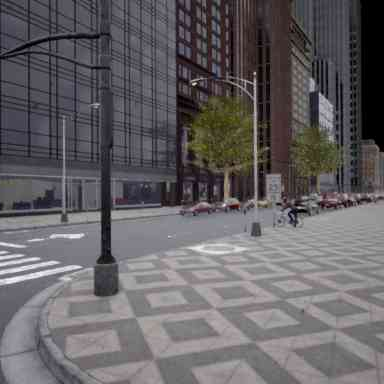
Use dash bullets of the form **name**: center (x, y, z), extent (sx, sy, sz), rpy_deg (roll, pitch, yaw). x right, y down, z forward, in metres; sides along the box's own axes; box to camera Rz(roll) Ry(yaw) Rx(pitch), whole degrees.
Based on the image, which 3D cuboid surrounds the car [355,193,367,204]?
- **car**: center (26.732, 1.118, 54.702), extent (2.192, 1.841, 5.009), rpy_deg (0, 0, 35)

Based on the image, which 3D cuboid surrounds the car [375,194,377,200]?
- **car**: center (36.421, 1.303, 68.776), extent (1.752, 1.417, 4.829), rpy_deg (-1, 0, 35)

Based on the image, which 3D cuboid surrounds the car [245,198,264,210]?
- **car**: center (6.926, 1.495, 40.961), extent (1.802, 1.307, 4.206), rpy_deg (0, 0, 35)

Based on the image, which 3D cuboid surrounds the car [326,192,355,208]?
- **car**: center (20.338, 1.137, 45.413), extent (2.192, 1.841, 5.009), rpy_deg (0, 0, 35)

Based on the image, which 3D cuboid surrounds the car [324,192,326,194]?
- **car**: center (22.261, 1.052, 52.739), extent (2.150, 2.045, 5.566), rpy_deg (-1, 0, 35)

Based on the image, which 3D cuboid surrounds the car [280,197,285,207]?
- **car**: center (13.321, 1.456, 50.252), extent (1.947, 1.339, 4.313), rpy_deg (0, 0, 35)

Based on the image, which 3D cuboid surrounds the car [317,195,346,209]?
- **car**: center (17.141, 1.377, 40.768), extent (1.887, 1.381, 4.507), rpy_deg (0, 0, 35)

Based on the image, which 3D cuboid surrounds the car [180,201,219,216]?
- **car**: center (0.531, 1.524, 31.670), extent (1.802, 1.307, 4.206), rpy_deg (0, 0, 35)

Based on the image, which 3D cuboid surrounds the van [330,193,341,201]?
- **van**: center (35.702, 1.186, 82.770), extent (1.690, 1.788, 3.998), rpy_deg (-1, 0, 35)

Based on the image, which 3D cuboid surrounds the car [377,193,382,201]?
- **car**: center (42.719, 1.359, 77.925), extent (1.802, 1.307, 4.206), rpy_deg (-1, 0, 35)

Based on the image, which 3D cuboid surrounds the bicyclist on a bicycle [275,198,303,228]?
- **bicyclist on a bicycle**: center (5.315, 1.177, 18.363), extent (1.656, 1.620, 0.582), rpy_deg (-1, 0, 35)

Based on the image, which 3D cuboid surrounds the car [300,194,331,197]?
- **car**: center (16.572, 1.339, 44.474), extent (2.128, 1.511, 4.902), rpy_deg (-1, 0, 35)

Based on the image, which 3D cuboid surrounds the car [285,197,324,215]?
- **car**: center (10.747, 1.424, 31.478), extent (1.947, 1.339, 4.313), rpy_deg (0, 0, 35)

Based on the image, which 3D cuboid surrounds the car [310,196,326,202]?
- **car**: center (26.112, 1.418, 68.834), extent (1.947, 1.339, 4.313), rpy_deg (0, 0, 35)

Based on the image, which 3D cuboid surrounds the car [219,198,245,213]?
- **car**: center (3.727, 1.366, 36.315), extent (1.967, 1.590, 4.097), rpy_deg (0, 0, 35)

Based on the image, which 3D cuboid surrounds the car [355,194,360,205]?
- **car**: center (23.536, 1.378, 50.057), extent (1.947, 1.339, 4.313), rpy_deg (0, 0, 35)

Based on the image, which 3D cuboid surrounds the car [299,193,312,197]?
- **car**: center (19.716, 1.416, 59.543), extent (1.887, 1.381, 4.507), rpy_deg (0, 0, 35)

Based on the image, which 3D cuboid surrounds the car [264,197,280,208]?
- **car**: center (10.026, 1.426, 45.466), extent (1.752, 1.417, 4.829), rpy_deg (0, 0, 35)

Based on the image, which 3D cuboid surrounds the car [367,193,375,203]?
- **car**: center (33.127, 1.099, 63.992), extent (2.192, 1.841, 5.009), rpy_deg (0, 0, 35)
